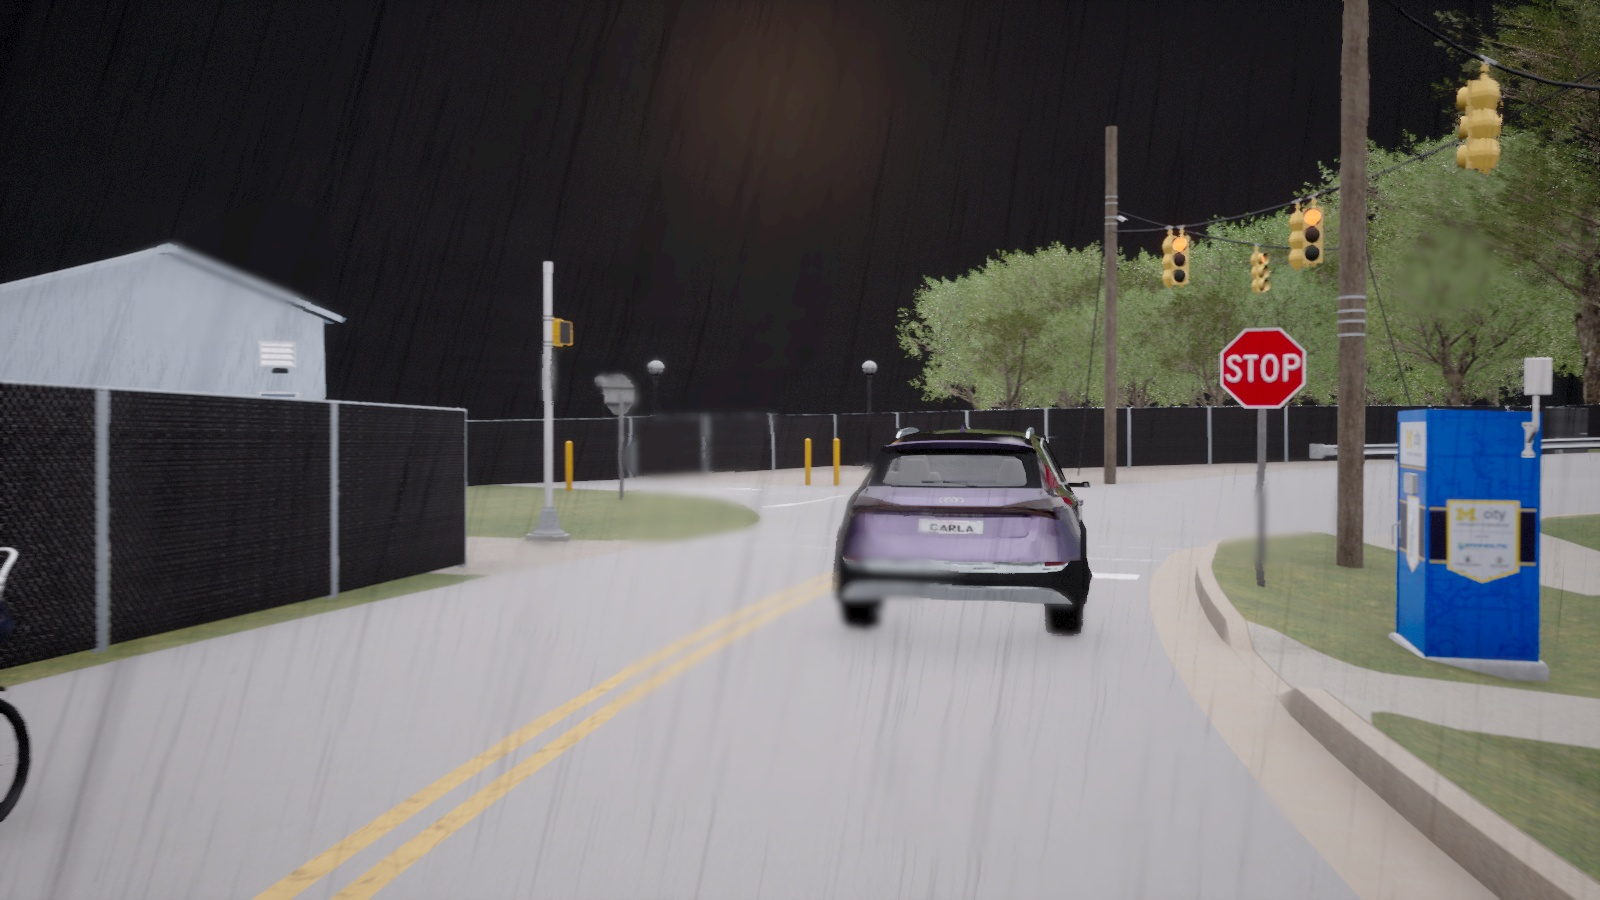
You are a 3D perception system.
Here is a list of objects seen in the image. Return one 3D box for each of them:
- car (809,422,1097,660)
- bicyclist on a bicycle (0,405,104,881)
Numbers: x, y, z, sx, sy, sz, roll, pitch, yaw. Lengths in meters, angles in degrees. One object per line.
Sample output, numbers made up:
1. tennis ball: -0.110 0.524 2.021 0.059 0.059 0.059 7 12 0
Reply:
1. car: 1.581 0.613 11.268 2.033 1.649 4.856 0 0 12
2. bicyclist on a bicycle: -3.160 0.650 4.060 0.866 1.612 1.509 1 1 7
